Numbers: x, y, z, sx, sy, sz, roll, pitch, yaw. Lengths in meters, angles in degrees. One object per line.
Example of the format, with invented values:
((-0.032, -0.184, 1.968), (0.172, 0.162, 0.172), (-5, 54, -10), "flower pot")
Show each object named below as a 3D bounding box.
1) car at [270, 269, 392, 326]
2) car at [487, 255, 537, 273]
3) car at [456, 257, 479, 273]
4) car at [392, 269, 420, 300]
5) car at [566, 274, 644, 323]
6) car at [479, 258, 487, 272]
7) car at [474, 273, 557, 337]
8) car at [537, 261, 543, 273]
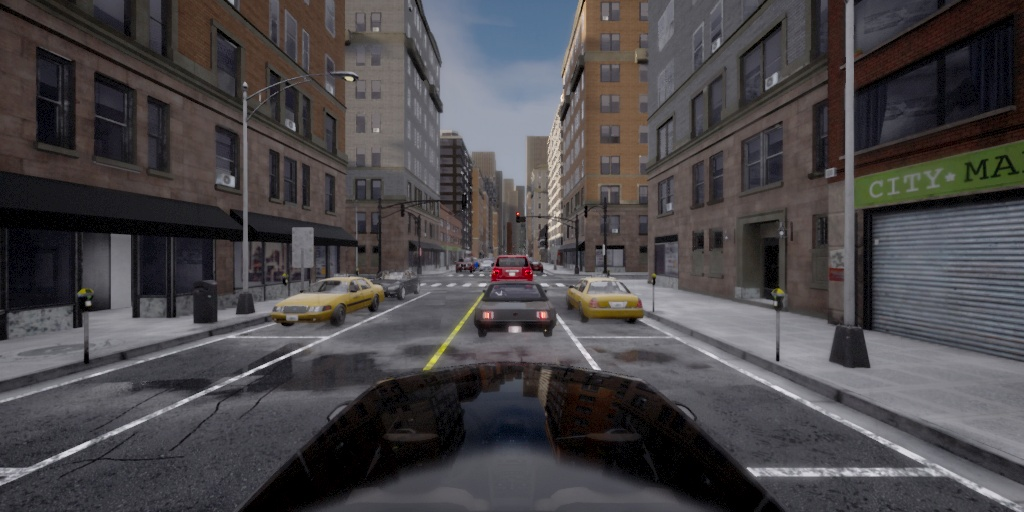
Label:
((-5.664, 1.276, 11.647), (1.751, 1.417, 4.829), (0, 0, 0), "car")
((0.008, 0.973, 19.993), (2.150, 2.045, 5.566), (0, 0, 0), "car")
((-5.651, 1.076, 44.116), (2.192, 1.841, 5.009), (0, 0, 0), "car")
((-5.662, 1.302, 17.342), (2.007, 1.370, 4.403), (0, 0, 0), "car")
((2.861, 1.275, 11.983), (1.751, 1.417, 4.829), (0, 0, 0), "car")
((-3.080, 1.288, 45.545), (1.812, 1.442, 4.674), (0, 0, 0), "car")
((0.085, 1.351, 10.223), (1.895, 1.301, 4.718), (0, 0, 0), "car")
((2.874, 1.306, 44.112), (1.888, 1.381, 4.507), (0, 0, 0), "car")
